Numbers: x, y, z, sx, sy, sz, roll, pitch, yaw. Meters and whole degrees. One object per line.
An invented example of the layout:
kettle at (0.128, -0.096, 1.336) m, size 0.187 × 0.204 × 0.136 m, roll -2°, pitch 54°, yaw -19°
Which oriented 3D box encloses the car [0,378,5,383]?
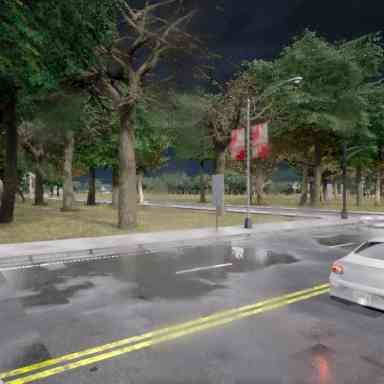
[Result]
car at (-3.236, 1.526, 1.141) m, size 4.674 × 1.442 × 1.812 m, roll 0°, pitch 0°, yaw -35°

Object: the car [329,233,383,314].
car at (4.650, 1.526, 6.739) m, size 4.674 × 1.442 × 1.812 m, roll 0°, pitch 0°, yaw -35°
